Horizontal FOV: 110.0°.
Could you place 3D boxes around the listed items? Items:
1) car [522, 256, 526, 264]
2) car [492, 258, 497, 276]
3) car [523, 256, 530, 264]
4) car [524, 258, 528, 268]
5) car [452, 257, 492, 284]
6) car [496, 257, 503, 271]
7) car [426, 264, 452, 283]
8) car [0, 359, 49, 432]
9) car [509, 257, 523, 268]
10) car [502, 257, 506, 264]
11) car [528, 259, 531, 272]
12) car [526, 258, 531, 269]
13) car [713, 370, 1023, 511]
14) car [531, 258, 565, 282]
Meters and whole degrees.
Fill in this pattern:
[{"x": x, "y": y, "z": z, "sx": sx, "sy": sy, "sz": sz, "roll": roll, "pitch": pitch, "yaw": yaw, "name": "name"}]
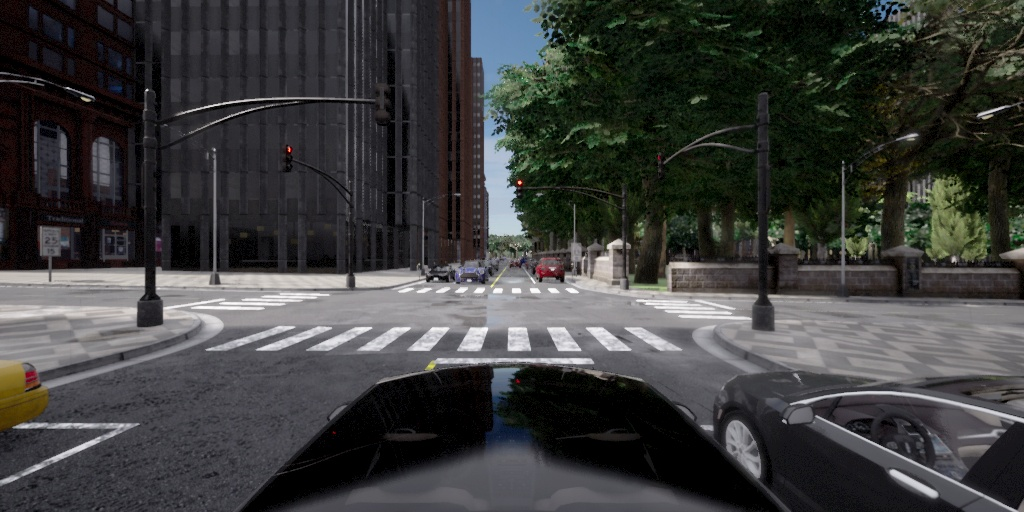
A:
[{"x": 3.229, "y": 1.225, "z": 61.126, "sx": 1.967, "sy": 1.591, "sz": 4.097, "roll": 0, "pitch": 0, "yaw": 0, "name": "car"}, {"x": -2.824, "y": 1.267, "z": 36.984, "sx": 1.837, "sy": 1.490, "sz": 4.892, "roll": 0, "pitch": 0, "yaw": 1, "name": "car"}, {"x": 3.186, "y": 1.220, "z": 55.670, "sx": 1.967, "sy": 1.591, "sz": 4.097, "roll": 0, "pitch": 0, "yaw": 0, "name": "car"}, {"x": 3.143, "y": 1.325, "z": 50.214, "sx": 2.007, "sy": 1.370, "sz": 4.403, "roll": 0, "pitch": 0, "yaw": 0, "name": "car"}, {"x": -2.904, "y": 1.106, "z": 26.850, "sx": 2.097, "sy": 1.767, "sz": 4.553, "roll": 0, "pitch": 0, "yaw": 0, "name": "car"}, {"x": -2.729, "y": 1.265, "z": 48.001, "sx": 2.128, "sy": 1.511, "sz": 4.902, "roll": 0, "pitch": 0, "yaw": 0, "name": "car"}, {"x": -5.554, "y": 1.321, "z": 28.447, "sx": 1.948, "sy": 1.339, "sz": 4.313, "roll": 0, "pitch": 0, "yaw": 0, "name": "car"}, {"x": -5.766, "y": 1.275, "z": 1.613, "sx": 1.751, "sy": 1.417, "sz": 4.829, "roll": 0, "pitch": 0, "yaw": 0, "name": "car"}, {"x": 0.554, "y": 1.311, "z": 61.261, "sx": 1.812, "sy": 1.442, "sz": 4.674, "roll": 0, "pitch": 0, "yaw": 0, "name": "car"}, {"x": -2.518, "y": 0.954, "z": 63.142, "sx": 1.994, "sy": 1.385, "sz": 4.181, "roll": 0, "pitch": 0, "yaw": 0, "name": "car"}, {"x": 3.057, "y": 1.330, "z": 39.301, "sx": 1.948, "sy": 1.339, "sz": 4.313, "roll": 0, "pitch": 0, "yaw": 0, "name": "car"}, {"x": 3.100, "y": 1.320, "z": 44.757, "sx": 2.007, "sy": 1.370, "sz": 4.403, "roll": 0, "pitch": 0, "yaw": 0, "name": "car"}, {"x": 2.760, "y": 1.300, "z": 1.725, "sx": 2.007, "sy": 1.370, "sz": 4.403, "roll": 0, "pitch": 0, "yaw": 0, "name": "car"}, {"x": 2.971, "y": 1.070, "z": 28.389, "sx": 2.192, "sy": 1.841, "sz": 5.009, "roll": 0, "pitch": 0, "yaw": 0, "name": "car"}]
